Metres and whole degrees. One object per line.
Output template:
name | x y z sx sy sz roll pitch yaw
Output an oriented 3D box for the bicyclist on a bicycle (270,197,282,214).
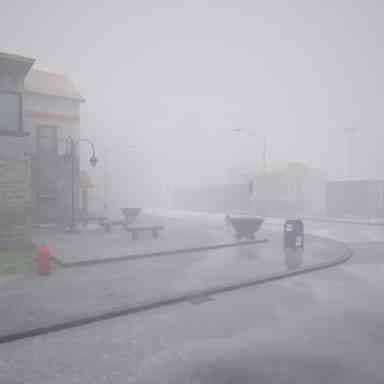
bicyclist on a bicycle | 8.116 1.349 32.064 1.656 1.620 0.582 0 0 -35
